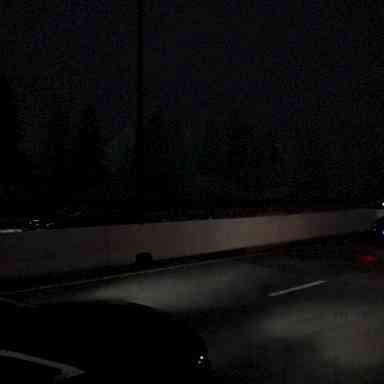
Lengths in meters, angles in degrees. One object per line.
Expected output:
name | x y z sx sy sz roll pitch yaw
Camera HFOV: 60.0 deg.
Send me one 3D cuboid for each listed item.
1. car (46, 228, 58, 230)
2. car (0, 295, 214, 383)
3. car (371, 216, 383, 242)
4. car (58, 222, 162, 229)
car | -5.457 1.527 17.292 4.674 1.442 1.812 0 0 -35
car | -2.032 1.491 2.299 4.902 1.511 2.128 0 0 -35
car | 9.954 1.527 15.149 4.674 1.442 1.812 0 0 -36
car | -3.307 1.565 14.527 4.181 1.385 1.994 0 0 -35
